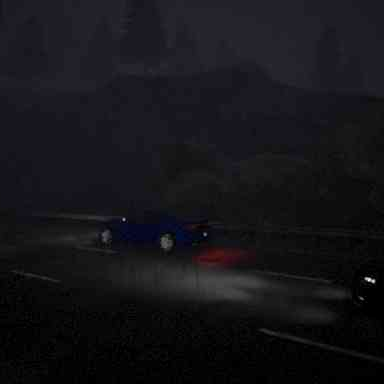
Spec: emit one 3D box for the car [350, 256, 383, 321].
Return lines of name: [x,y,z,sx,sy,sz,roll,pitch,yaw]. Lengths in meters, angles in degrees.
car: [4.958,1.411,4.699,4.902,1.511,2.128,0,0,36]

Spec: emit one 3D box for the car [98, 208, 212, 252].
car: [-1.608,1.389,13.430,5.008,1.535,1.882,0,0,32]
